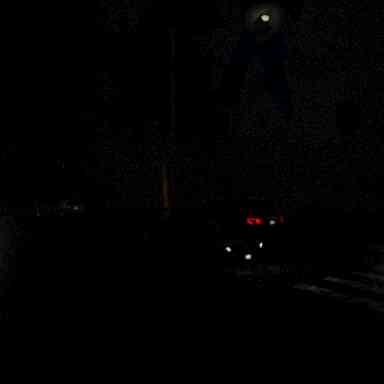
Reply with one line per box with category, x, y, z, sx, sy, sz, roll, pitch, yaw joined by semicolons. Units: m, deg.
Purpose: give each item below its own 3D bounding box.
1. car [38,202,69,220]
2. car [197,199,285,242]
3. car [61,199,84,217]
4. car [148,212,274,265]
car;-14.280;2.055;33.580;1.882;1.535;5.008;0;-1;-34
car;1.703;1.352;15.544;2.150;2.045;5.566;0;-1;-35
car;-14.355;1.880;38.852;2.150;2.045;5.566;0;-1;-35
car;0.234;1.656;12.478;2.033;1.411;5.357;0;-1;-35
